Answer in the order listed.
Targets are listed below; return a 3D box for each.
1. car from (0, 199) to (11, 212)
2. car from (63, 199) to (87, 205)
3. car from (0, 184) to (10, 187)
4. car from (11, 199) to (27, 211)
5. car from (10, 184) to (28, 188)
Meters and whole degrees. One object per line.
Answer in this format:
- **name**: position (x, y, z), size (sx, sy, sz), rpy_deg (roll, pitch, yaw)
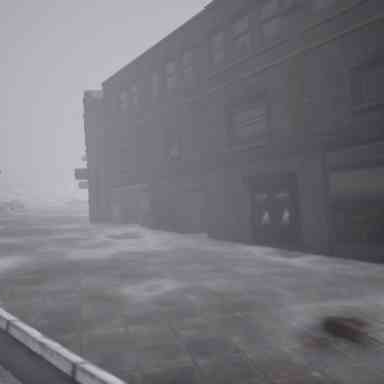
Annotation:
- **car**: position (-22.103, 1.668, 36.604), size (1.837, 1.490, 4.892), rpy_deg (-3, 0, -10)
- **car**: position (-21.824, 1.926, 62.365), size (1.895, 1.301, 4.718), rpy_deg (-5, -1, 20)
- **car**: position (-45.346, -1.499, 76.587), size (2.185, 1.767, 4.553), rpy_deg (-5, -3, 18)
- **car**: position (-22.821, 1.703, 42.287), size (1.837, 1.490, 4.892), rpy_deg (-3, 0, -4)
- **car**: position (-43.695, -1.153, 82.063), size (2.163, 1.488, 4.792), rpy_deg (-4, -3, 16)
